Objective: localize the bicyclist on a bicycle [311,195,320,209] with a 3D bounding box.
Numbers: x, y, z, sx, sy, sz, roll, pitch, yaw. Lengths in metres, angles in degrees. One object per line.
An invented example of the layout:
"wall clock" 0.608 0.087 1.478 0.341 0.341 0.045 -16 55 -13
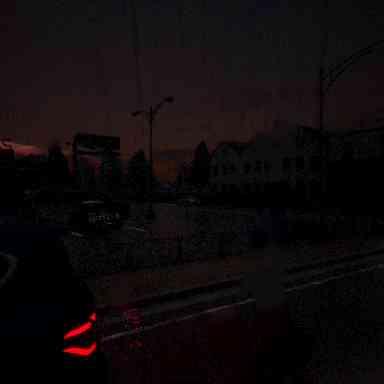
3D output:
"bicyclist on a bicycle" 13.719 1.124 36.870 1.656 1.620 0.582 0 0 -35

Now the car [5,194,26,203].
"car" -38.912 1.328 73.278 3.866 1.878 1.905 0 0 -36

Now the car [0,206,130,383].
"car" -3.248 1.221 1.675 5.566 2.045 2.150 0 0 -36

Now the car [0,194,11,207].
"car" -17.864 1.113 29.885 1.932 1.855 4.605 0 0 -36

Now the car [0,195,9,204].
"car" -39.139 1.495 66.149 4.611 1.667 2.242 0 0 -36

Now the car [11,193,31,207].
"car" -19.776 1.092 38.195 1.905 1.878 3.866 0 0 -36

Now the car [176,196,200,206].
"car" -0.586 1.349 50.252 1.812 1.442 4.674 0 0 -35

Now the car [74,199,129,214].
"car" -5.261 1.248 17.929 1.970 1.475 3.806 0 0 -36
